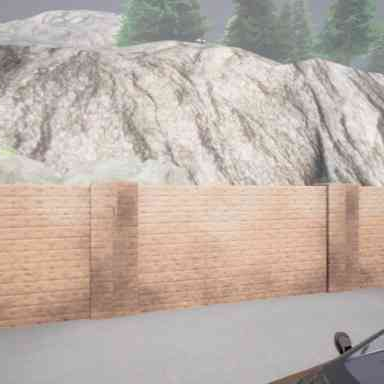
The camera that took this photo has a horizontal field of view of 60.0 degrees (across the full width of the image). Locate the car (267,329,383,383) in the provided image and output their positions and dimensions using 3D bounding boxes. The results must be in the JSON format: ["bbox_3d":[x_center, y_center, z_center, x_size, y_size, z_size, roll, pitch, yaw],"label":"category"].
[{"bbox_3d":[2.148,1.492,1.920,4.902,1.511,2.128,0,0,-18],"label":"car"}]
